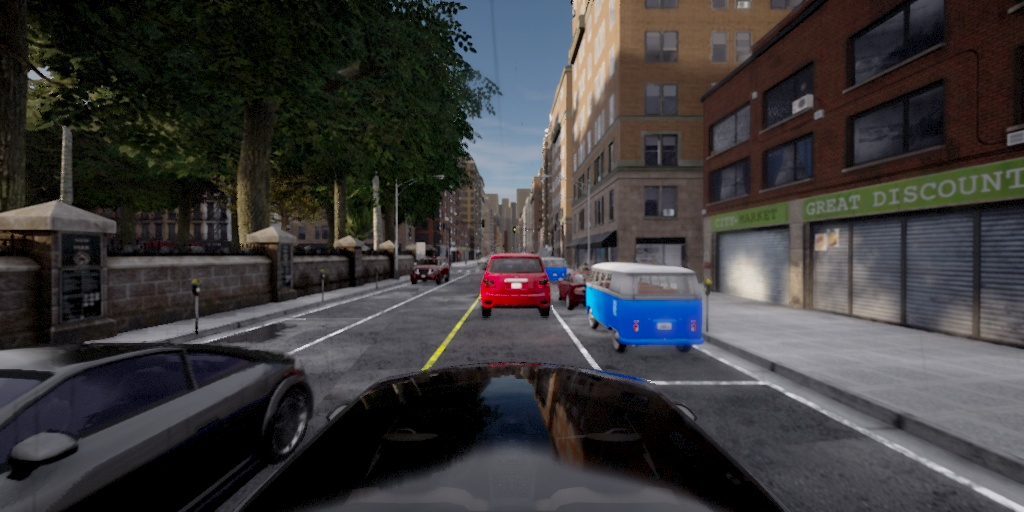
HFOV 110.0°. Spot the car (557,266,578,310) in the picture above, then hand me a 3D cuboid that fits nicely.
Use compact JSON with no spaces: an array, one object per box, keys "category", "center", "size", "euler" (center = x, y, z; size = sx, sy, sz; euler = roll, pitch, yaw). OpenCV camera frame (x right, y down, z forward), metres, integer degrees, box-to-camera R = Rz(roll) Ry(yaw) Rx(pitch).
[{"category":"car","center":[2.848,1.251,14.205],"size":[1.888,1.381,4.507],"euler":[0,0,0]}]

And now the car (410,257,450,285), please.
[{"category":"car","center":[-5.680,0.975,25.483],"size":[2.192,1.841,5.009],"euler":[0,0,0]}]

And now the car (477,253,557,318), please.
[{"category":"car","center":[0.096,0.932,12.944],"size":[2.150,2.045,5.566],"euler":[0,0,-1]}]

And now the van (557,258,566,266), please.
[{"category":"van","center":[2.845,1.002,25.526],"size":[1.690,1.789,3.998],"euler":[0,0,0]}]

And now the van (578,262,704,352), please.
[{"category":"van","center":[2.850,1.067,8.544],"size":[1.690,1.789,3.998],"euler":[0,0,0]}]

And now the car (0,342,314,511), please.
[{"category":"car","center":[-3.105,1.312,2.118],"size":[1.994,1.385,4.181],"euler":[0,0,0]}]
